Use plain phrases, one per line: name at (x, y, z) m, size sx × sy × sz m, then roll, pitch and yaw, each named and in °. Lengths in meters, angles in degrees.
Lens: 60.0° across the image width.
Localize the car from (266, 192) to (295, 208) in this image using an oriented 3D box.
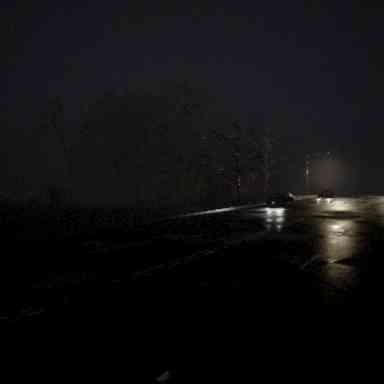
car at (9.155, 0.730, 34.158) m, size 2.128 × 1.511 × 4.902 m, roll 0°, pitch 1°, yaw 32°

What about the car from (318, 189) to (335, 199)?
car at (21.794, 0.292, 53.888) m, size 1.812 × 1.442 × 4.674 m, roll 1°, pitch 1°, yaw 33°
